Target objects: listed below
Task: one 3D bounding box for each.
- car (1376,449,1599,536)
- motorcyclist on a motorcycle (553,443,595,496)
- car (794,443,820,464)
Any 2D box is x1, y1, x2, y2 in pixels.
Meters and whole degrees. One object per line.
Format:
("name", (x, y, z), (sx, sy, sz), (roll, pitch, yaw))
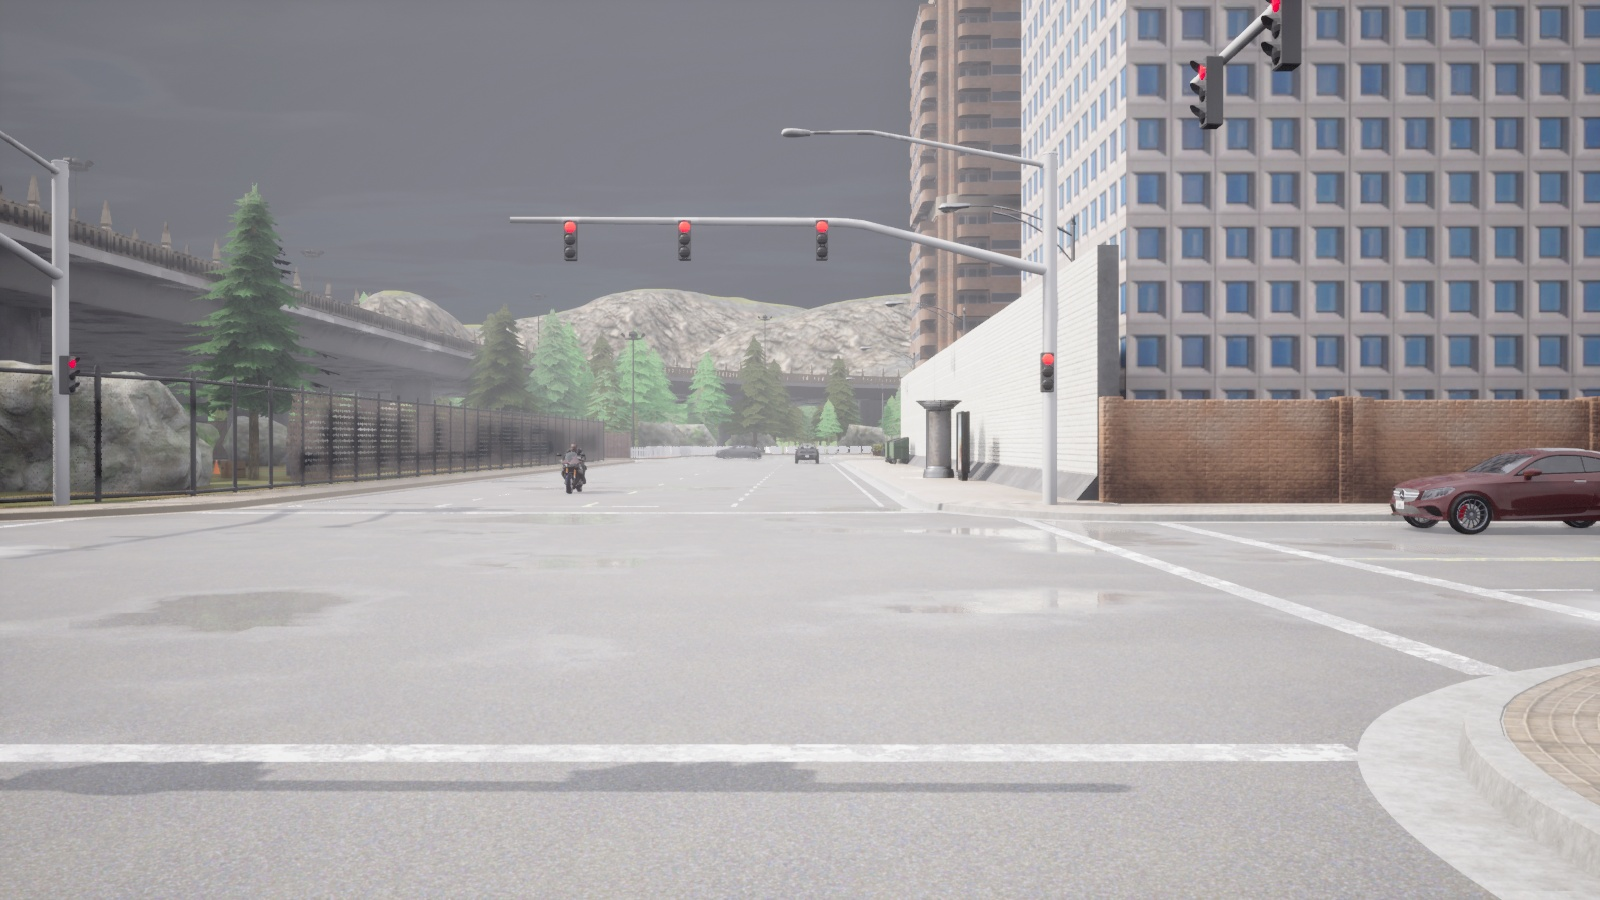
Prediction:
("car", (12.785, 0.714, 21.879), (4.674, 1.442, 1.812), (0, 0, 0))
("motorcyclist on a motorcycle", (-6.779, 0.563, 37.779), (0.866, 1.530, 2.191), (0, 0, 0))
("car", (0.512, 0.246, 91.154), (1.816, 1.474, 4.193), (0, 0, 0))
